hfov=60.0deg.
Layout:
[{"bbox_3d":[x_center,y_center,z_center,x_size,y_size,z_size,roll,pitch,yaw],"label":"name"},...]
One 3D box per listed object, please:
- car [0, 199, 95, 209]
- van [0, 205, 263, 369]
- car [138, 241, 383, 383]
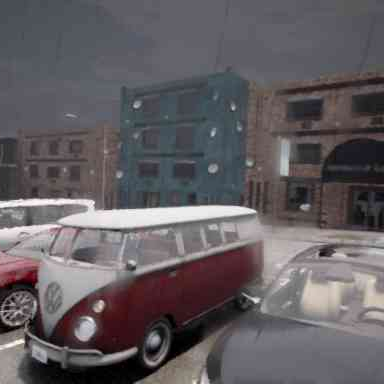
[{"bbox_3d":[-4.947,1.233,8.902,2.435,2.045,5.566,0,0,36],"label":"car"},{"bbox_3d":[-0.436,1.256,5.570,1.878,1.987,4.442,0,0,36],"label":"van"},{"bbox_3d":[1.916,1.482,4.040,2.231,1.521,4.892,0,0,36],"label":"car"}]
